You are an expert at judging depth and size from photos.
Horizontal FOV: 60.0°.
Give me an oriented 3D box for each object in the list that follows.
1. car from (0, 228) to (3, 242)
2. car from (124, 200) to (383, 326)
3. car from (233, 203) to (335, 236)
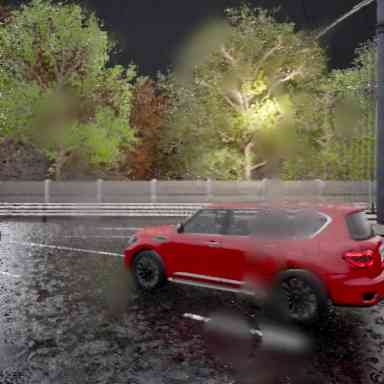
[{"bbox_3d":[-9.730,1.528,13.500,4.181,1.385,1.994,0,0,27],"label":"car"},{"bbox_3d":[1.047,1.196,7.240,5.566,2.045,2.150,0,0,34],"label":"car"},{"bbox_3d":[4.894,1.447,18.206,5.008,1.535,1.882,-1,0,-2],"label":"car"}]
